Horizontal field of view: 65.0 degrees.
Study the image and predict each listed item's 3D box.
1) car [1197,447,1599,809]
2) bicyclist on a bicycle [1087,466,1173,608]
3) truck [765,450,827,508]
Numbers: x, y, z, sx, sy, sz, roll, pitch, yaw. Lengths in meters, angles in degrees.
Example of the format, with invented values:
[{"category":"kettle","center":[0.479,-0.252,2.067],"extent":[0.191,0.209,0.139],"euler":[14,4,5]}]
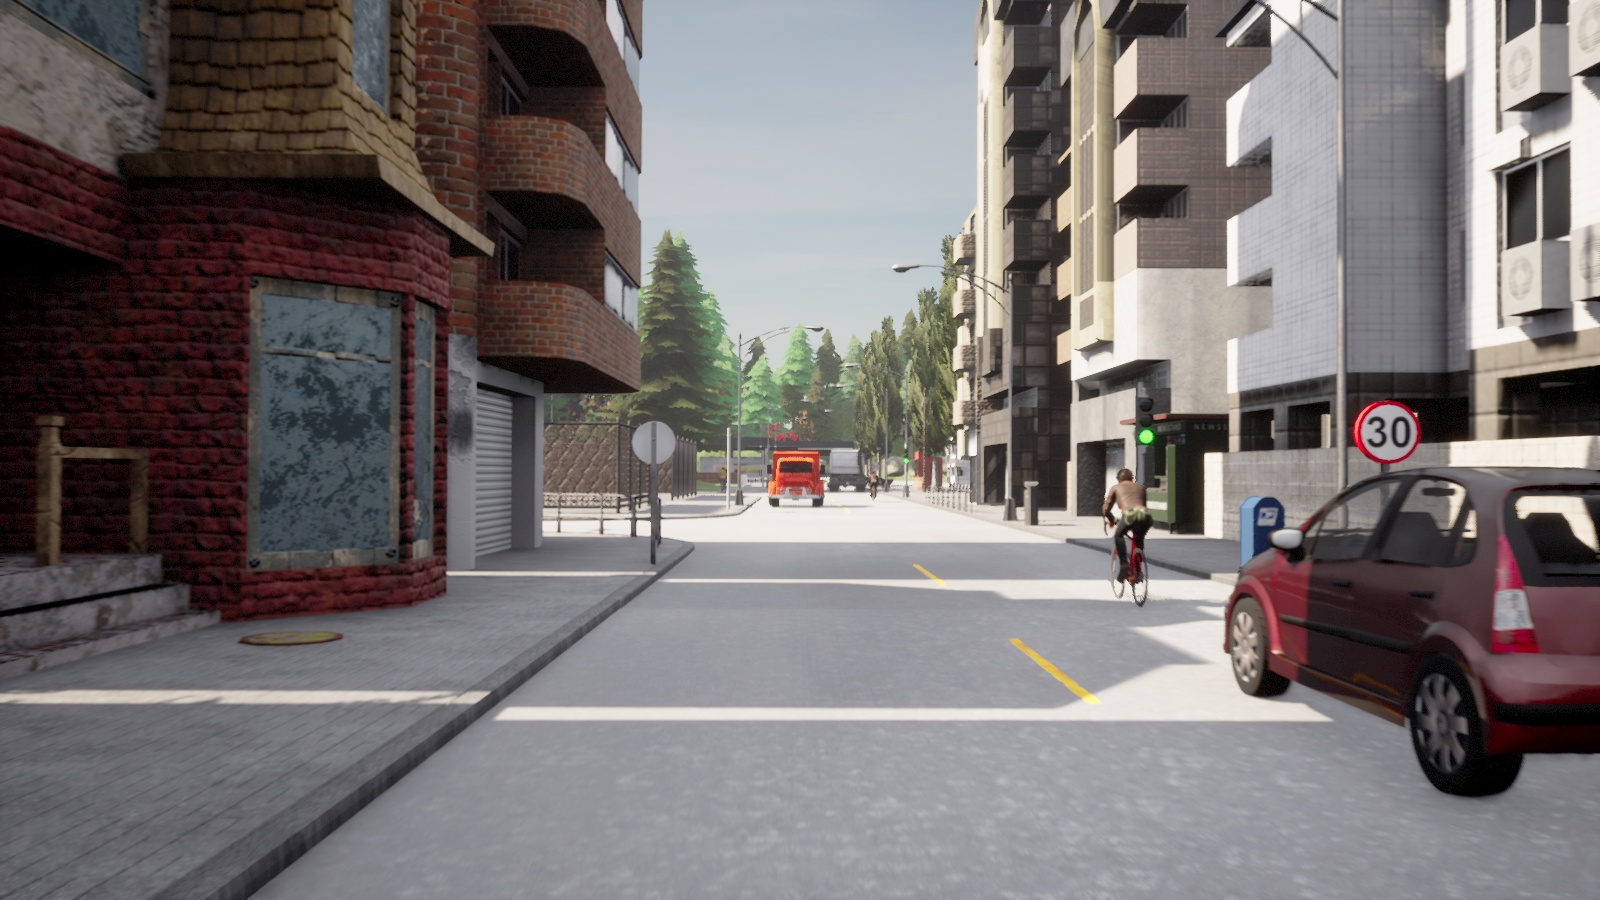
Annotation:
[{"category":"car","center":[3.981,0.828,7.622],"extent":[1.851,1.617,3.988],"euler":[0,-1,0]},{"category":"bicyclist on a bicycle","center":[3.970,1.013,15.210],"extent":[0.582,1.620,1.656],"euler":[0,-1,0]},{"category":"truck","center":[-0.164,1.302,56.771],"extent":[2.627,2.467,5.204],"euler":[0,-1,0]}]
